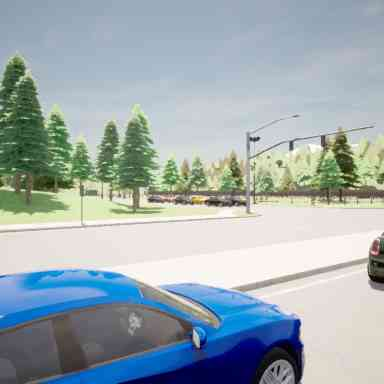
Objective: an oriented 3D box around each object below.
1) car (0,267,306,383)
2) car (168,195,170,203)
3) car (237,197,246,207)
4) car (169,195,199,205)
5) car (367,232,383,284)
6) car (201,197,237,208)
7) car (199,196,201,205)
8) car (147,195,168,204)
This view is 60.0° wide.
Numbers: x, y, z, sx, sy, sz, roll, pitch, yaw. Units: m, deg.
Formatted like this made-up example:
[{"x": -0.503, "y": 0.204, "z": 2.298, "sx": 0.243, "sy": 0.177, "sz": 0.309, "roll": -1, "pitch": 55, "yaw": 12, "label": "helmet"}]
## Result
[{"x": -1.032, "y": 1.478, "z": 3.012, "sx": 5.008, "sy": 1.535, "sz": 1.882, "roll": 0, "pitch": 0, "yaw": -35, "label": "car"}, {"x": -4.636, "y": 1.352, "z": 68.443, "sx": 2.097, "sy": 1.767, "sz": 4.553, "roll": 0, "pitch": 0, "yaw": -35, "label": "car"}, {"x": 6.581, "y": 1.478, "z": 52.258, "sx": 1.882, "sy": 1.535, "sz": 5.008, "roll": 0, "pitch": 0, "yaw": -35, "label": "car"}, {"x": -1.416, "y": 1.505, "z": 57.599, "sx": 1.837, "sy": 1.490, "sz": 4.892, "roll": 0, "pitch": 0, "yaw": -35, "label": "car"}, {"x": 6.463, "y": 1.352, "z": 8.386, "sx": 4.553, "sy": 1.767, "sz": 2.097, "roll": 0, "pitch": 0, "yaw": -35, "label": "car"}, {"x": 3.962, "y": 1.478, "z": 49.893, "sx": 1.882, "sy": 1.535, "sz": 5.008, "roll": 0, "pitch": 0, "yaw": -35, "label": "car"}, {"x": 1.107, "y": 1.478, "z": 60.113, "sx": 1.882, "sy": 1.535, "sz": 5.008, "roll": 0, "pitch": 0, "yaw": -35, "label": "car"}, {"x": -7.242, "y": 1.505, "z": 66.020, "sx": 1.837, "sy": 1.490, "sz": 4.892, "roll": 0, "pitch": 0, "yaw": -35, "label": "car"}]
